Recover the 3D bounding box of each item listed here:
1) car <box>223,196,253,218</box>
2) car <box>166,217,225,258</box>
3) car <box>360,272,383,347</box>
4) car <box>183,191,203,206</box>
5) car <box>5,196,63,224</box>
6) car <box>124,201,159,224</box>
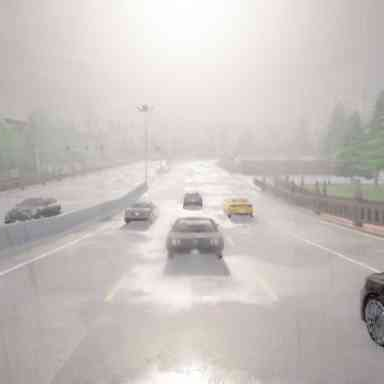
[{"bbox_3d":[3.601,1.067,26.407,1.882,1.535,5.008,0,3,0],"label":"car"},{"bbox_3d":[0.101,1.595,12.690,1.895,1.301,4.718,0,0,0],"label":"car"},{"bbox_3d":[3.600,1.490,3.381,2.128,1.511,4.902,0,0,0],"label":"car"},{"bbox_3d":[0.081,0.582,34.070,1.994,1.385,4.181,0,5,0],"label":"car"},{"bbox_3d":[-10.537,1.139,22.411,2.097,1.767,4.553,0,3,0],"label":"car"},{"bbox_3d":[-3.398,1.309,23.099,2.033,1.411,5.357,0,3,0],"label":"car"}]
